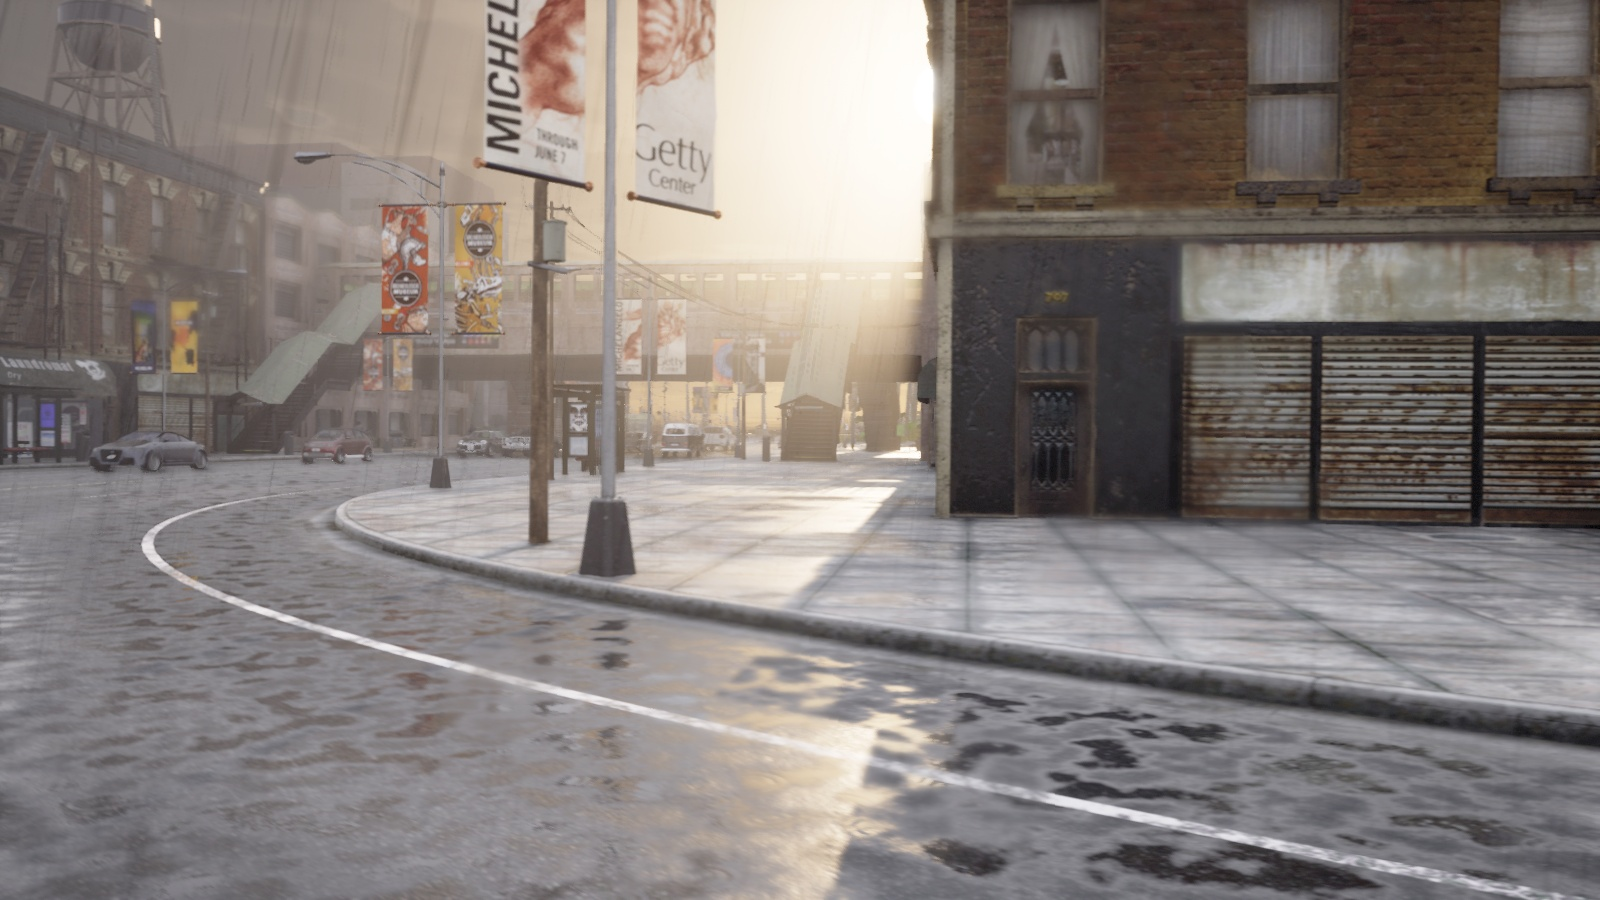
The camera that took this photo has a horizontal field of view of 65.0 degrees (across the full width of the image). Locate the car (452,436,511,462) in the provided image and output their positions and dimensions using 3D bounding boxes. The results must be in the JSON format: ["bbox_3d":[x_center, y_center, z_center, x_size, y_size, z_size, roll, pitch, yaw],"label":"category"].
[{"bbox_3d":[-18.291,-0.084,72.307,1.970,1.475,3.806,0,1,8],"label":"car"}]

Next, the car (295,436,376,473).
[{"bbox_3d":[-20.572,0.164,55.744,1.789,1.549,3.705,0,1,8],"label":"car"}]

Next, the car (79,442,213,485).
[{"bbox_3d":[-22.318,0.429,43.067,1.994,1.385,4.181,0,1,8],"label":"car"}]

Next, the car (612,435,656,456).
[{"bbox_3d":[-12.043,-0.345,91.345,1.837,1.490,4.892,0,1,8],"label":"car"}]

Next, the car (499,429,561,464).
[{"bbox_3d":[-15.049,-0.233,70.203,1.932,1.855,4.605,0,1,8],"label":"car"}]

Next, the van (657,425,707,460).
[{"bbox_3d":[-7.141,-0.474,76.322,2.069,2.038,4.480,0,1,8],"label":"van"}]
